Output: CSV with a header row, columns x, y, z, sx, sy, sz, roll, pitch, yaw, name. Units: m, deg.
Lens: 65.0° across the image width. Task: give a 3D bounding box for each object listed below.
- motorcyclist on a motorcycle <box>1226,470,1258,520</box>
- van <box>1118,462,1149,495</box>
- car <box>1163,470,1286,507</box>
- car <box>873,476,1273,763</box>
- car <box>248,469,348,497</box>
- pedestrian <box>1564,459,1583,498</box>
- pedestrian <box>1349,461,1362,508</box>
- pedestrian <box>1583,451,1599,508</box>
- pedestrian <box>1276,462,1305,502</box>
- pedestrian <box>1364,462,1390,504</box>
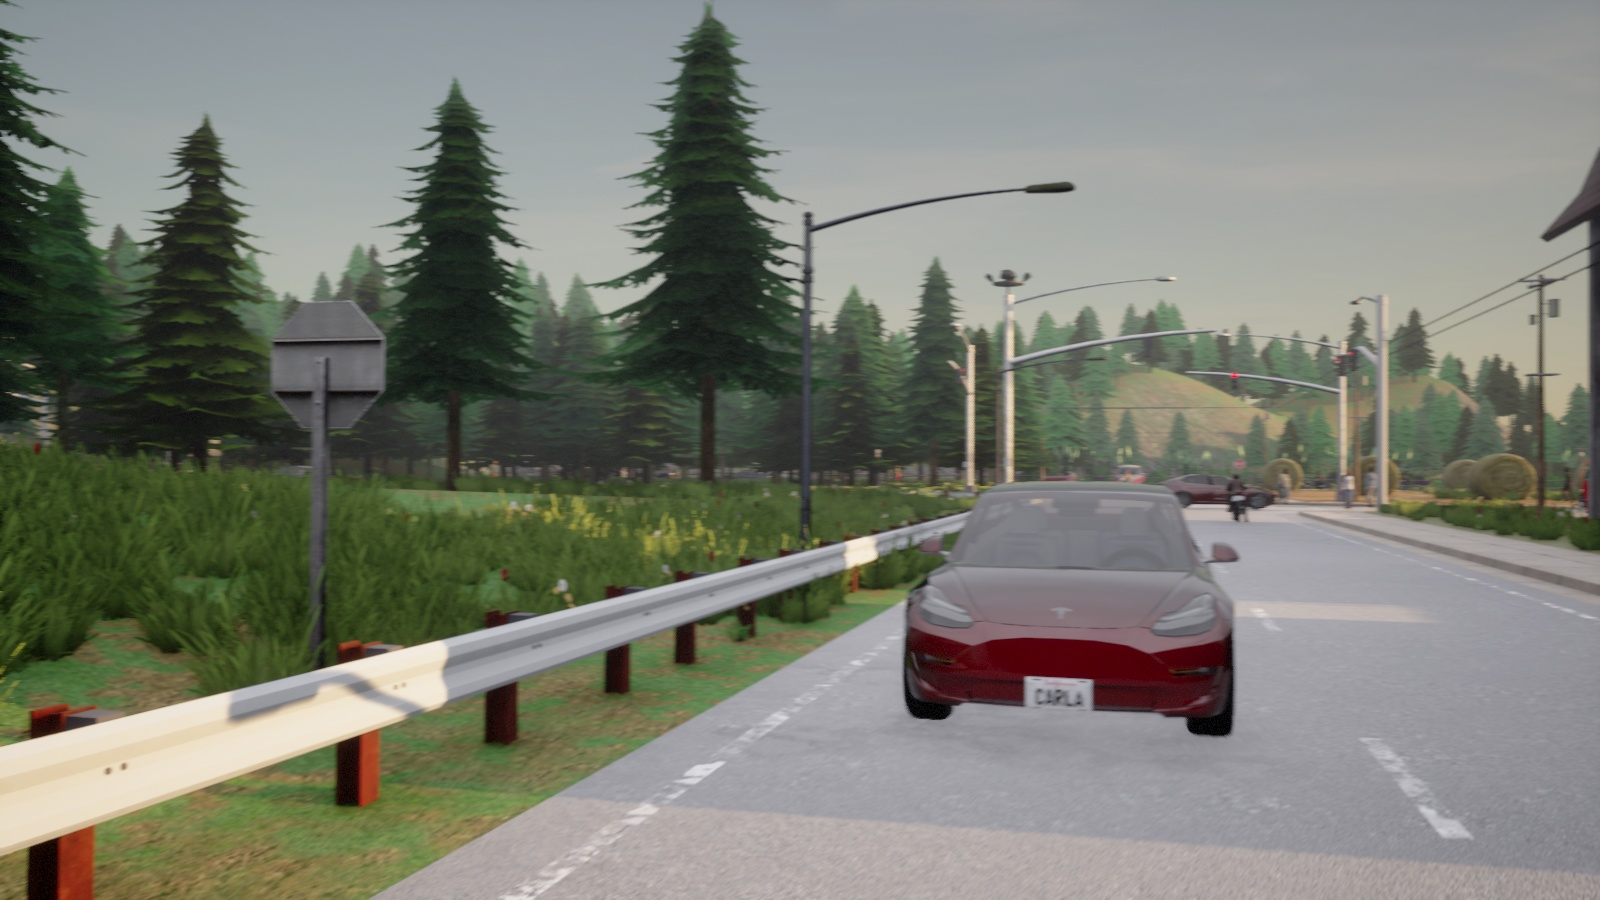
x,y,z,sx,sy,sz,roll,pitch,yaw,name
13.993,1.410,39.769,0.797,1.523,2.044,0,-1,15,motorcyclist on a motorcycle
20.705,1.765,77.872,1.775,1.987,4.442,0,-1,15,van
17.997,1.624,53.502,4.792,1.488,2.163,0,-1,14,car
2.090,0.955,9.267,2.163,1.488,4.792,0,-1,15,car
-27.536,1.815,68.903,4.792,1.488,2.163,0,-1,16,car
38.526,1.413,62.548,0.395,1.930,0.692,1,-1,-29,pedestrian
22.166,1.366,50.127,0.354,1.836,0.706,0,-1,16,pedestrian
25.992,0.968,41.074,0.345,1.836,0.594,0,-1,-5,pedestrian
23.120,1.501,59.193,0.874,1.855,0.900,0,-1,-16,pedestrian
25.625,1.455,55.781,0.874,1.855,0.900,0,-1,11,pedestrian
